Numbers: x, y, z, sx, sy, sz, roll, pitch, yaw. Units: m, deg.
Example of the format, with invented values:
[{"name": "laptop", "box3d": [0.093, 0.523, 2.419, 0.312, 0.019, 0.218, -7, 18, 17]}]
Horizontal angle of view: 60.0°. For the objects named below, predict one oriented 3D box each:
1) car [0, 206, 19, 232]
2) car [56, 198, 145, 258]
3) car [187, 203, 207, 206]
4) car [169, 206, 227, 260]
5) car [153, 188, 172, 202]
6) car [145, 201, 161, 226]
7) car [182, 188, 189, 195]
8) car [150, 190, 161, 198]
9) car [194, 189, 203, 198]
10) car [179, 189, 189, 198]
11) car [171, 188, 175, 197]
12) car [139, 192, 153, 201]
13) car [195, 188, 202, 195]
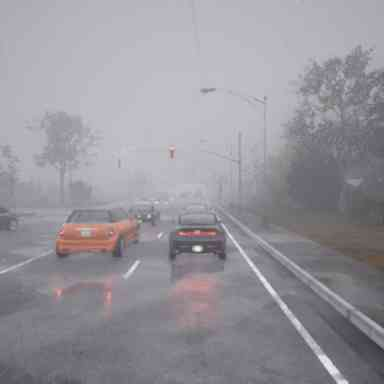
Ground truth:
[{"name": "car", "box3d": [-10.428, 1.419, 16.337, 1.837, 1.490, 4.892, 0, 0, 1]}, {"name": "car", "box3d": [-3.297, 1.288, 12.546, 2.097, 1.767, 4.553, 0, 1, 1]}, {"name": "car", "box3d": [0.320, 1.413, 21.251, 1.812, 1.442, 4.674, 0, 0, 3]}, {"name": "car", "box3d": [0.195, 1.437, 12.181, 1.837, 1.490, 4.892, 0, -1, 1]}, {"name": "car", "box3d": [-5.782, 0.857, 65.961, 2.150, 2.045, 5.566, 0, 1, 2]}, {"name": "car", "box3d": [-3.179, 1.483, 22.214, 1.895, 1.301, 4.718, 0, 0, 0]}, {"name": "car", "box3d": [-1.741, -0.130, 89.423, 1.812, 1.442, 4.674, 0, 3, 1]}, {"name": "car", "box3d": [-8.923, 0.460, 81.463, 1.837, 1.490, 4.892, 0, 3, 1]}, {"name": "car", "box3d": [1.522, 0.638, 78.933, 2.033, 1.411, 5.357, 0, 3, 1]}, {"name": "car", "box3d": [-1.977, 0.598, 79.010, 1.837, 1.490, 4.892, 0, 3, 1]}, {"name": "car", "box3d": [-5.415, 0.159, 81.808, 2.150, 2.045, 5.566, 0, 3, 1]}, {"name": "car", "box3d": [-9.278, 1.179, 65.993, 2.033, 1.411, 5.357, 0, 1, 1]}, {"name": "car", "box3d": [1.758, -0.154, 89.342, 1.837, 1.490, 4.892, 0, 3, 1]}]
